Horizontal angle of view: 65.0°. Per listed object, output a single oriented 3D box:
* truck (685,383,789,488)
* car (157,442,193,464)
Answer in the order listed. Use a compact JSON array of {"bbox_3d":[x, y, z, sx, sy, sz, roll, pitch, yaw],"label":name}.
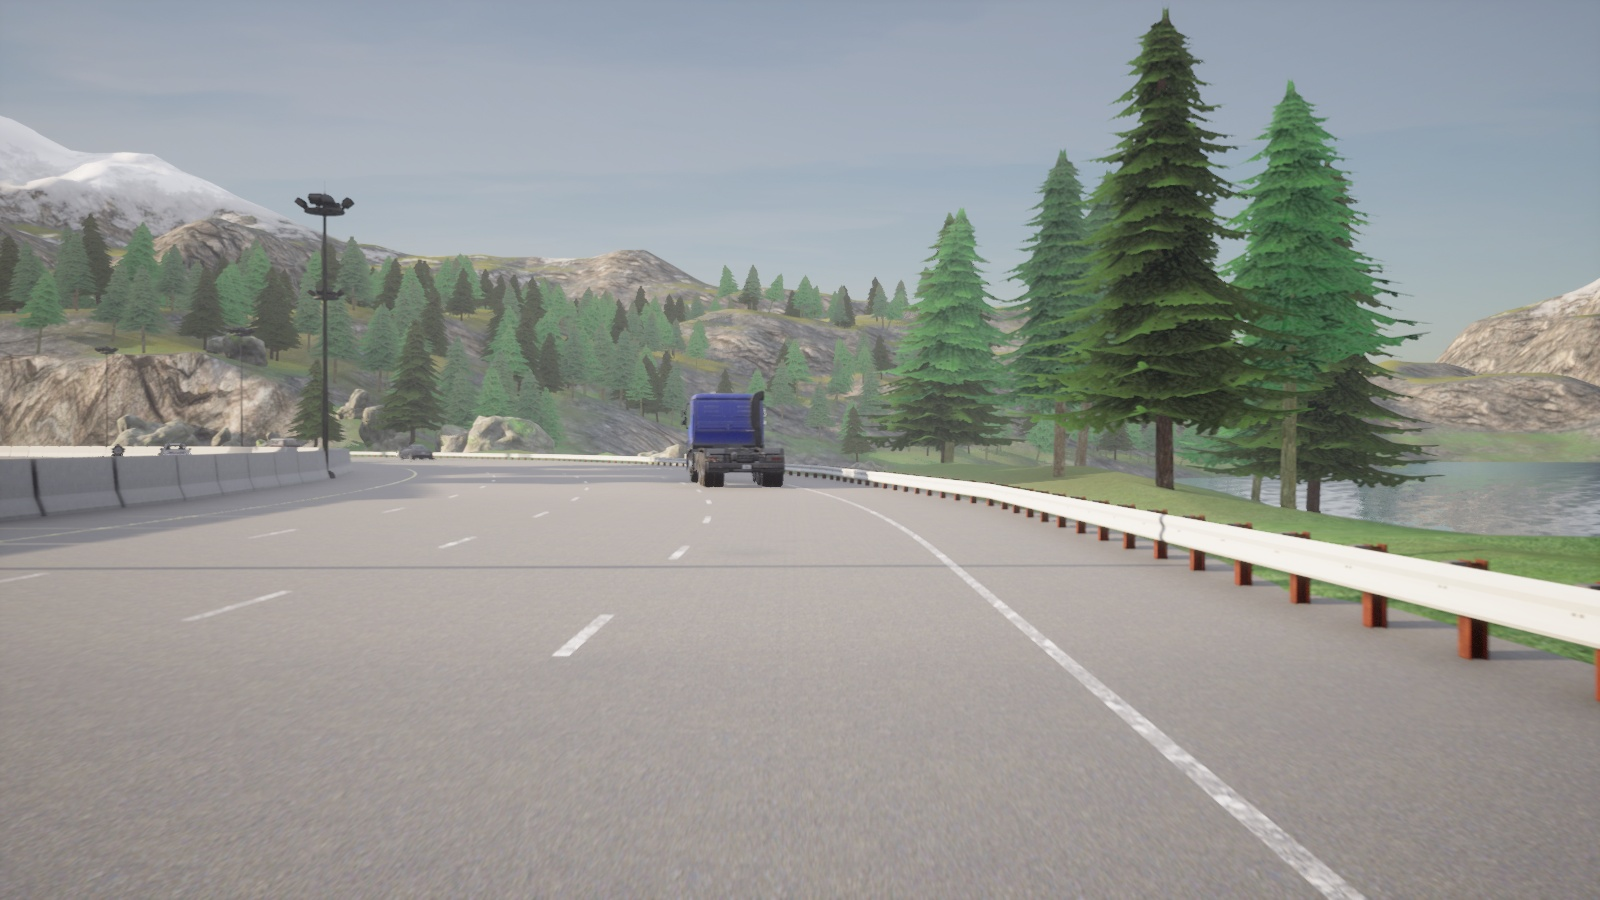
[{"bbox_3d":[-2.439,-0.494,45.574,2.891,3.462,7.936,0,0,-10],"label":"truck"},{"bbox_3d":[-42.655,0.194,85.696,1.970,1.475,3.806,0,0,-30],"label":"car"}]
